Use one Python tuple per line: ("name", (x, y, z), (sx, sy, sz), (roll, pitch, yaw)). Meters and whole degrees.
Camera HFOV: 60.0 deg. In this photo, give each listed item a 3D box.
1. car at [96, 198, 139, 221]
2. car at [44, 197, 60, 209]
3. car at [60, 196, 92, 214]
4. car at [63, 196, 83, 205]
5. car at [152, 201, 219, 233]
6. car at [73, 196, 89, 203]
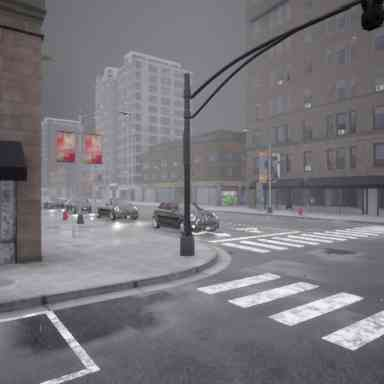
("car", (-6.156, 1.317, 27.175), (2.097, 1.767, 4.553), (0, 0, -36))
("car", (-18.277, 1.439, 44.015), (1.837, 1.490, 4.892), (0, 0, -35))
("car", (-12.216, 1.454, 35.567), (1.837, 1.490, 4.892), (0, 0, -36))
("car", (-21.379, 1.450, 59.665), (2.033, 1.411, 5.357), (0, 0, -36))
("car", (-0.471, 1.332, 19.316), (2.097, 1.767, 4.553), (0, 0, -36))
("car", (-22.173, 1.452, 66.292), (1.994, 1.385, 4.181), (0, 0, -36))
